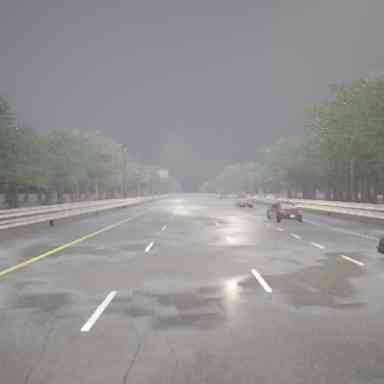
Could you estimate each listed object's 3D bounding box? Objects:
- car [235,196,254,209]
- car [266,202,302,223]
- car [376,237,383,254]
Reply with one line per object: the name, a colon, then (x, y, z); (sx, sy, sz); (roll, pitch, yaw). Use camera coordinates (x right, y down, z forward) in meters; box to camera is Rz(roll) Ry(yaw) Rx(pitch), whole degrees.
car: (7.035, 1.574, 45.239); (1.895, 1.301, 4.718); (0, 0, 0)
car: (7.018, 1.519, 25.473); (1.812, 1.442, 4.674); (0, 0, 0)
car: (7.006, 1.543, 8.529); (2.033, 1.411, 5.357); (0, 0, 0)
